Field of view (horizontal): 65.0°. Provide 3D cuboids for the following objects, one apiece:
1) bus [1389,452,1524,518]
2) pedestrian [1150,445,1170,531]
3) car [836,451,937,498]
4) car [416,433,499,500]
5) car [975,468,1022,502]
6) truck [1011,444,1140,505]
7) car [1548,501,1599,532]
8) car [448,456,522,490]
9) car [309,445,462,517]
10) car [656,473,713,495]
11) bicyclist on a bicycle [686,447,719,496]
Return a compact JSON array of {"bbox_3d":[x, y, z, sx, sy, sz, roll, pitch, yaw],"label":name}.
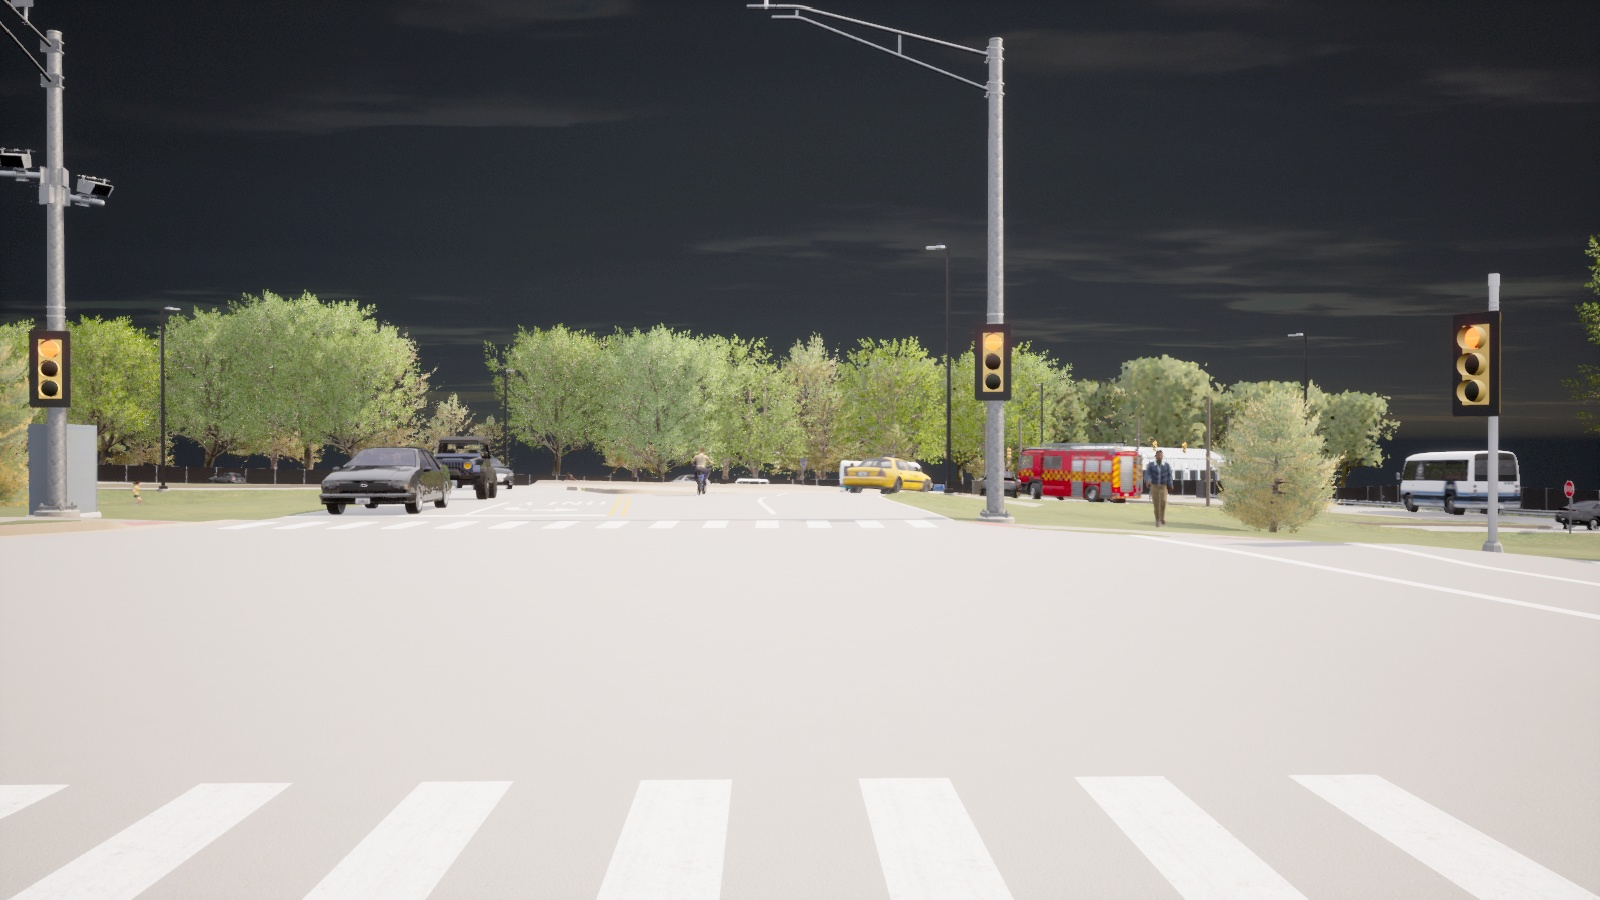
[{"bbox_3d":[44.894,2.337,86.435,3.944,4.253,10.273,0,-1,0],"label":"bus"},{"bbox_3d":[8.305,0.872,28.996,0.423,1.949,0.788,0,1,14],"label":"pedestrian"},{"bbox_3d":[3.355,0.955,47.433,1.801,1.575,5.366,0,-3,27],"label":"car"},{"bbox_3d":[-10.076,0.492,37.225,1.905,1.878,3.866,0,-1,-8],"label":"car"},{"bbox_3d":[9.889,1.772,62.466,2.128,1.511,4.902,3,-2,9],"label":"car"},{"bbox_3d":[17.927,1.523,82.258,2.891,3.827,8.468,1,0,-35],"label":"truck"},{"bbox_3d":[41.244,3.382,64.211,4.902,1.511,2.128,0,-1,-10],"label":"car"},{"bbox_3d":[-15.034,1.061,59.761,2.128,1.511,4.902,0,0,-31],"label":"car"},{"bbox_3d":[-8.879,0.613,27.407,2.033,1.411,5.357,0,0,-6],"label":"car"},{"bbox_3d":[-8.676,2.546,94.256,3.806,1.475,1.970,2,-6,-31],"label":"car"},{"bbox_3d":[-3.248,0.705,42.034,0.866,1.612,1.509,0,1,5],"label":"bicyclist on a bicycle"}]
